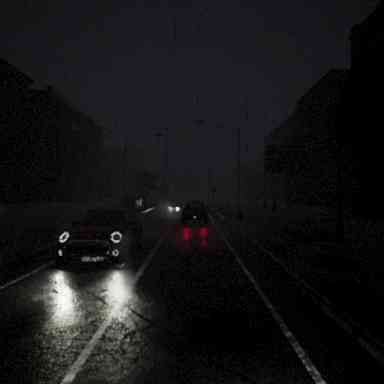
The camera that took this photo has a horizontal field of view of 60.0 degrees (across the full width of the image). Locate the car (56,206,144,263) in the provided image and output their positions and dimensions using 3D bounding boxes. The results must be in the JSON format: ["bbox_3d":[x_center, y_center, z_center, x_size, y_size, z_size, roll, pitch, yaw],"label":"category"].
[{"bbox_3d":[-3.046,1.349,11.859,2.097,1.767,4.553,0,0,0],"label":"car"}]

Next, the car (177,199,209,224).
[{"bbox_3d":[0.215,1.491,24.787,2.128,1.511,4.902,0,0,0],"label":"car"}]

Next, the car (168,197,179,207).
[{"bbox_3d":[-2.815,1.599,53.879,2.128,1.511,4.902,0,0,0],"label":"car"}]
